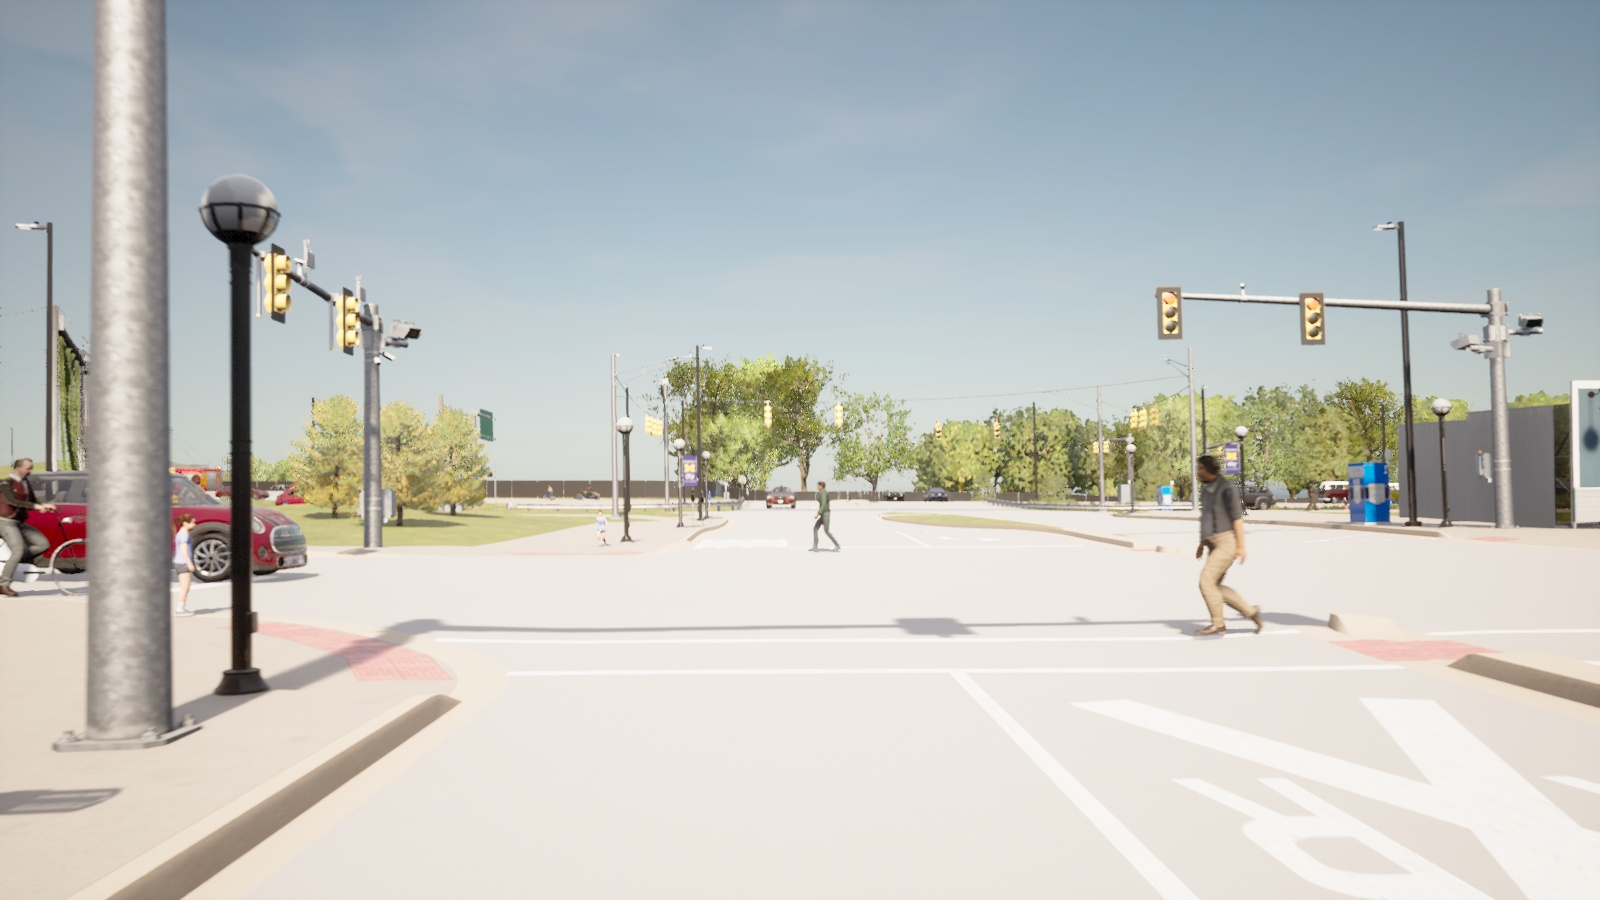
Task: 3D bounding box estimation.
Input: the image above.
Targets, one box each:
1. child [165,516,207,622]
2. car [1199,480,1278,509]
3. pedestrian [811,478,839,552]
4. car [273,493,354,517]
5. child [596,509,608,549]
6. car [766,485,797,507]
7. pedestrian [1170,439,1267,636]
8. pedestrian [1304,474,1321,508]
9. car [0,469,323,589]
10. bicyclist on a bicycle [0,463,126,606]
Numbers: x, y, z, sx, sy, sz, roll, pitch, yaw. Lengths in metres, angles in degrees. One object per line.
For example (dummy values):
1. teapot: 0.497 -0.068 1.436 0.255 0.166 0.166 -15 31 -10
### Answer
1. child: -6.605 1.272 13.525 0.394 1.110 0.255 -1 -3 -25
2. car: 29.426 3.004 84.364 4.605 1.855 1.932 -1 -2 0
3. pedestrian: 0.623 1.632 31.549 0.614 1.847 0.353 -1 -2 -6
4. car: -29.481 3.327 76.154 4.193 1.474 1.816 0 -3 -3
5. child: -5.582 2.212 35.412 0.255 1.110 0.394 -2 -2 2
6. car: -1.386 3.457 94.717 2.152 1.651 5.027 0 -2 1
7. pedestrian: 4.041 0.839 12.162 0.694 1.848 0.540 -2 -2 1
8. pedestrian: 29.003 2.317 71.117 0.692 1.930 0.395 -2 -2 -2
9. car: -10.121 1.207 19.598 4.553 1.767 2.097 0 -2 -2
10. bicyclist on a bicycle: -9.691 1.064 15.955 1.843 1.776 0.659 0 -2 -2
